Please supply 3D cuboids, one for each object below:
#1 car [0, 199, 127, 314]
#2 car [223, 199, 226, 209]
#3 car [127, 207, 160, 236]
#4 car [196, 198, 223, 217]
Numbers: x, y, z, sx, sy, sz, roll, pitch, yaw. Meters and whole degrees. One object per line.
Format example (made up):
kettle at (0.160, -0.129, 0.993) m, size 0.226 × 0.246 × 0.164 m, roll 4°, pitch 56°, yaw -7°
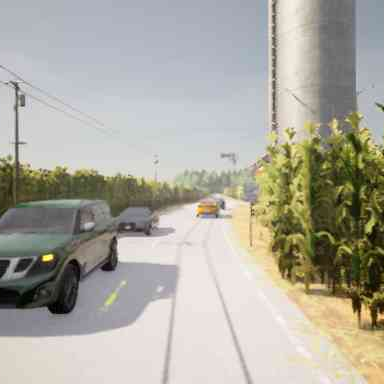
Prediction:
car at (-3.292, 1.209, 7.956) m, size 2.150 × 2.045 × 5.566 m, roll 0°, pitch 0°, yaw 1°
car at (3.370, 1.453, 43.190) m, size 2.033 × 1.411 × 5.357 m, roll 0°, pitch 0°, yaw 9°
car at (-2.994, 1.530, 18.185) m, size 1.994 × 1.385 × 4.181 m, roll 0°, pitch 0°, yaw 4°
car at (1.521, 1.412, 30.367) m, size 1.882 × 1.535 × 5.008 m, roll 0°, pitch 0°, yaw 7°
